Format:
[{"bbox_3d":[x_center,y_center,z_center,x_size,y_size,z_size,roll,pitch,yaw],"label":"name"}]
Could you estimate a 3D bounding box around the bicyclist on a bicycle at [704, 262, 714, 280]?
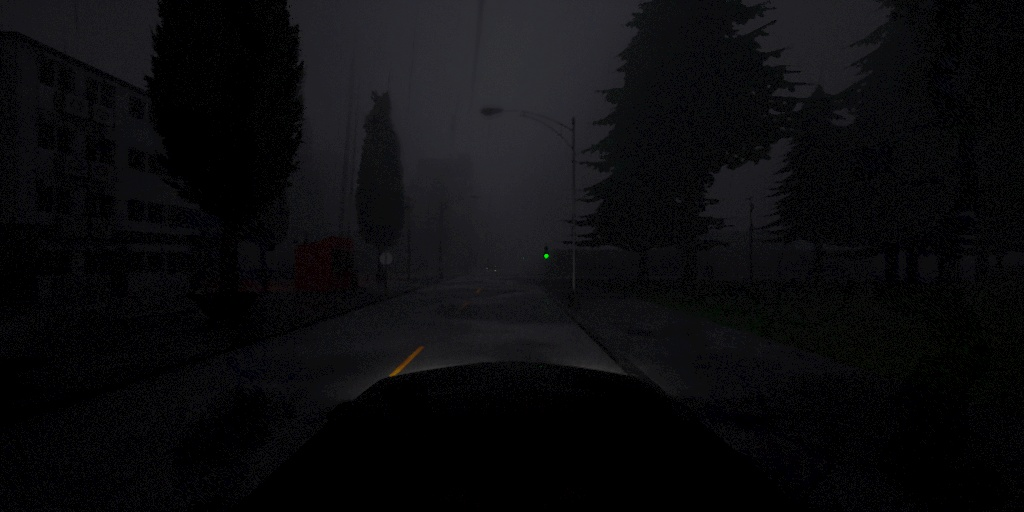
[{"bbox_3d":[18.109,1.394,33.013,0.582,1.620,1.656,0,-1,0],"label":"bicyclist on a bicycle"}]
